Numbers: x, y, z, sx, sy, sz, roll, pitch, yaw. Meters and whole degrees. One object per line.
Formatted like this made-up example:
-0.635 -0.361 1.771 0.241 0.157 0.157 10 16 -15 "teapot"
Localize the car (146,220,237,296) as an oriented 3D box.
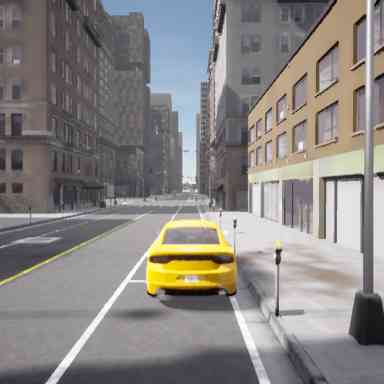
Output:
-0.005 1.466 8.651 1.882 1.535 5.008 0 0 0 "car"
